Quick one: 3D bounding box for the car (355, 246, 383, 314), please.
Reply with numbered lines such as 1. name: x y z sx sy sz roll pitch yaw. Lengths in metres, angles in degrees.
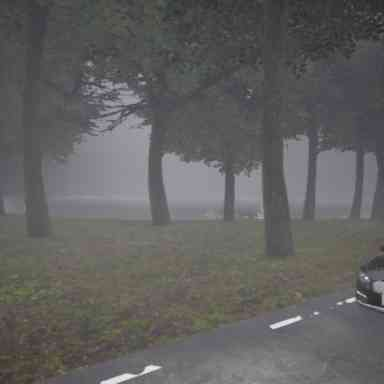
1. car: 5.268 1.545 6.807 4.902 1.511 2.128 0 0 -35
